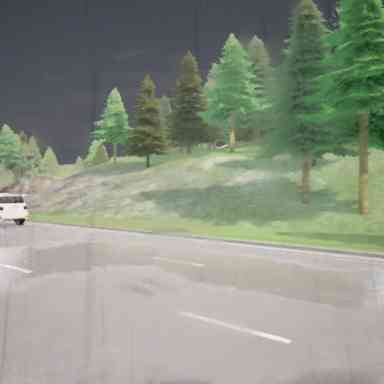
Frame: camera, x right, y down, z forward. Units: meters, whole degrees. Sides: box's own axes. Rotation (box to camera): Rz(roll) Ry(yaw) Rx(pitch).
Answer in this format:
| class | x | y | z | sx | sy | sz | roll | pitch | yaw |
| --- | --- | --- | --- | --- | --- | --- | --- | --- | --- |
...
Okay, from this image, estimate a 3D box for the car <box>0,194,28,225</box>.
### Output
| class | x | y | z | sx | sy | sz | roll | pitch | yaw |
| --- | --- | --- | --- | --- | --- | --- | --- | --- | --- |
| car | -13.041 | 1.153 | 21.890 | 5.566 | 2.045 | 2.150 | 0 | 0 | 35 |
